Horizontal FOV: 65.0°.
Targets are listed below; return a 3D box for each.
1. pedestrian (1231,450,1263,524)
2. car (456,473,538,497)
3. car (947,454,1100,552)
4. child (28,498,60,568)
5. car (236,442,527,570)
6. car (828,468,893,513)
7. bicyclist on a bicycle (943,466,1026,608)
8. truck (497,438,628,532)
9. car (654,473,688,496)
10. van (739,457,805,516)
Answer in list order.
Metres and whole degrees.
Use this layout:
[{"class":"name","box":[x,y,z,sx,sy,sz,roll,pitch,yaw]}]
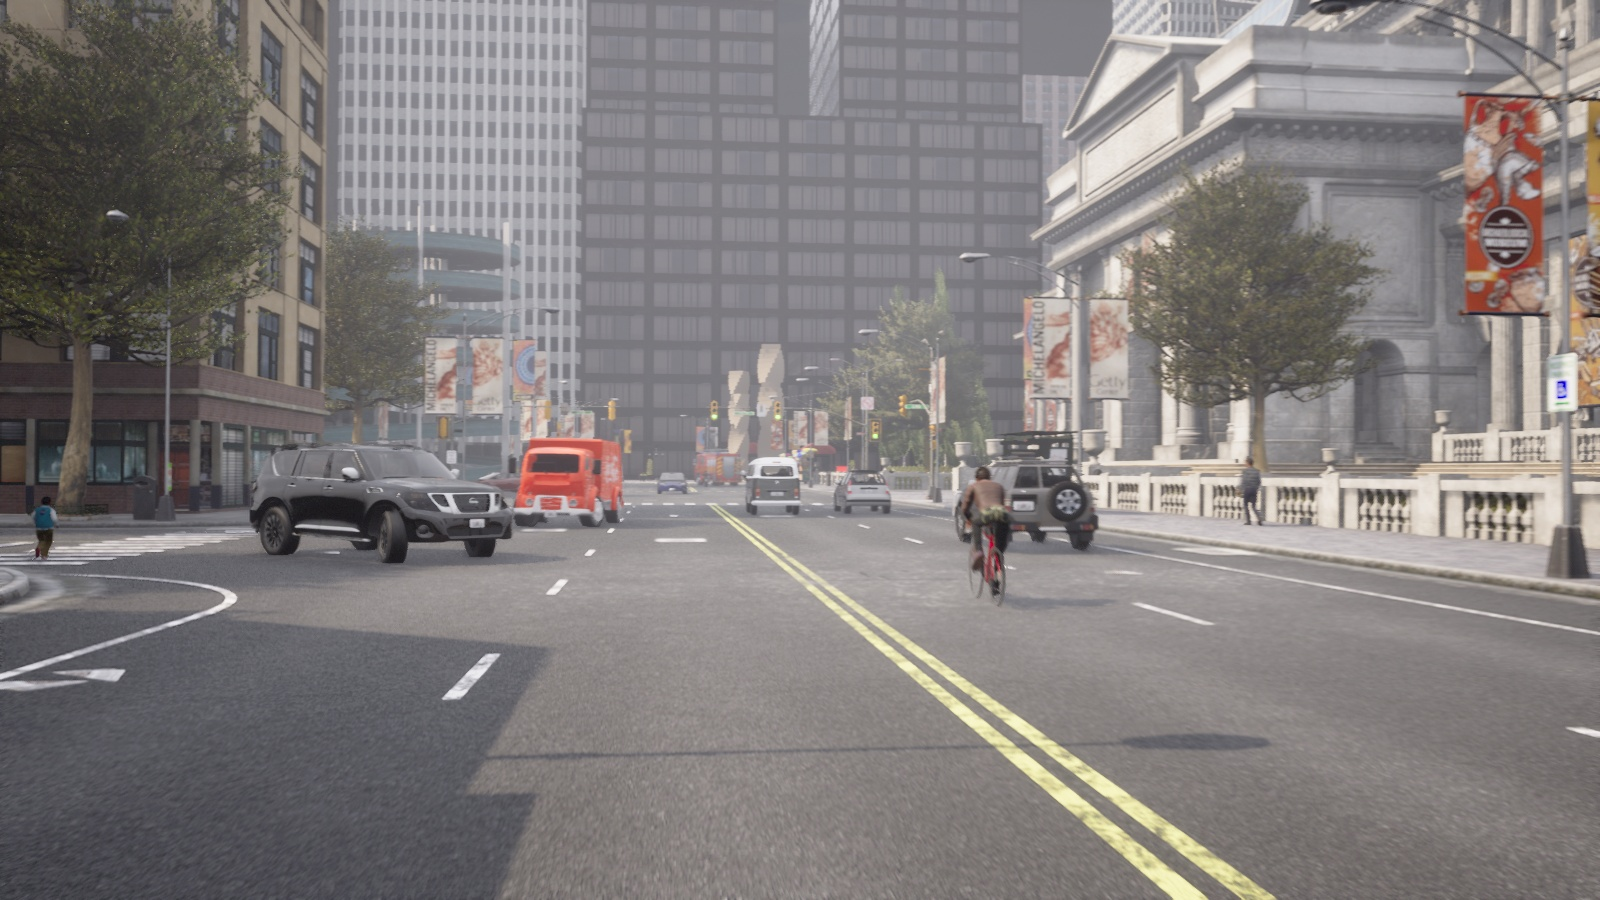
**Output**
[{"class":"pedestrian","box":[11.810,0.969,33.180,0.423,1.949,0.788,0,-1,-11]},{"class":"car","box":[-20.012,2.305,83.071,4.792,1.488,2.163,0,-1,-35]},{"class":"car","box":[4.538,1.049,26.270,1.932,1.855,4.605,0,-1,-6]},{"class":"child","box":[-13.104,1.431,21.780,0.343,1.192,0.448,0,-1,-13]},{"class":"car","box":[-7.616,0.950,22.605,5.566,2.045,2.150,-1,-2,36]},{"class":"car","box":[2.247,1.502,47.779,1.851,1.617,3.988,0,-1,-6]},{"class":"bicyclist on a bicycle","box":[2.206,1.011,15.202,0.582,1.620,1.656,0,-1,-6]},{"class":"truck","box":[-6.648,0.959,35.835,2.627,2.467,5.204,1,-1,1]},{"class":"car","box":[-8.664,2.266,84.124,2.163,1.488,4.792,0,-1,-6]},{"class":"van","box":[-1.083,1.314,45.988,2.069,2.038,4.480,0,-1,-6]}]
